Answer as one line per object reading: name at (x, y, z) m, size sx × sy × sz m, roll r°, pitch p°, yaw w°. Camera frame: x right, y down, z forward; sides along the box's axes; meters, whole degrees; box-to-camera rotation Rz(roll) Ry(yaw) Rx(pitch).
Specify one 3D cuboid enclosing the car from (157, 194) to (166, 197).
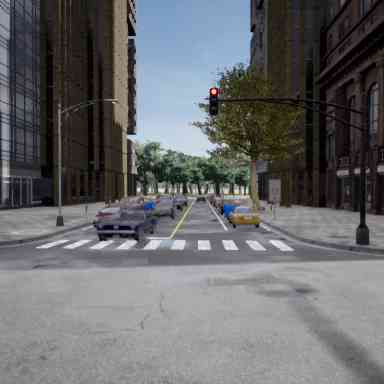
car at (-4.739, 1.267, 38.976) m, size 2.192 × 1.841 × 5.009 m, roll -1°, pitch 0°, yaw 1°

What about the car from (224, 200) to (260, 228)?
car at (3.356, 1.507, 21.903) m, size 1.752 × 1.417 × 4.829 m, roll -1°, pitch 0°, yaw 1°

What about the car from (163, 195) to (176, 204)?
car at (-4.160, 1.333, 61.687) m, size 1.967 × 1.590 × 4.097 m, roll 0°, pitch 0°, yaw 1°

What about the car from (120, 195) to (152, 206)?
car at (-5.029, 1.288, 27.620) m, size 2.192 × 1.841 × 5.009 m, roll -1°, pitch 0°, yaw 1°

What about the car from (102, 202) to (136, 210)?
car at (-5.170, 1.564, 21.942) m, size 1.802 × 1.307 × 4.206 m, roll -1°, pitch 0°, yaw 1°

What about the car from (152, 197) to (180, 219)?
car at (-2.327, 1.476, 28.594) m, size 1.837 × 1.490 × 4.892 m, roll 0°, pitch 0°, yaw 1°

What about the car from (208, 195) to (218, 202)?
car at (4.653, 1.411, 72.830) m, size 2.008 × 1.369 × 4.403 m, roll 0°, pitch 0°, yaw 1°

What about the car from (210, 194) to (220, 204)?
car at (4.075, 1.469, 50.122) m, size 1.887 × 1.381 × 4.507 m, roll -1°, pitch 0°, yaw 1°

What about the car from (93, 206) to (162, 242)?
car at (-3.001, 1.585, 16.330) m, size 1.895 × 1.301 × 4.718 m, roll 0°, pitch 0°, yaw 6°

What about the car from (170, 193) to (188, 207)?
car at (-1.722, 1.275, 50.591) m, size 2.097 × 1.767 × 4.553 m, roll 0°, pitch 0°, yaw 2°

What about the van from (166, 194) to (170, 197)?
van at (-4.305, 1.249, 56.010) m, size 1.690 × 1.788 × 3.998 m, roll 0°, pitch 0°, yaw 1°

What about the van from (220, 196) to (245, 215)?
van at (3.494, 1.315, 27.412) m, size 1.690 × 1.788 × 3.998 m, roll -1°, pitch 0°, yaw 1°

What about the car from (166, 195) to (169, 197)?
car at (-4.592, 1.489, 44.655) m, size 2.008 × 1.369 × 4.403 m, roll -1°, pitch 0°, yaw 1°

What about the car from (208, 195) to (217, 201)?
car at (4.798, 1.425, 78.508) m, size 1.802 × 1.307 × 4.206 m, roll 0°, pitch 0°, yaw 1°

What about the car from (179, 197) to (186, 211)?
car at (-2.035, 1.551, 39.757) m, size 1.895 × 1.301 × 4.718 m, roll 0°, pitch 0°, yaw 2°

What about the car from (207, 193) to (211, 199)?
car at (4.362, 1.208, 61.475) m, size 2.192 × 1.841 × 5.009 m, roll -1°, pitch 0°, yaw 1°

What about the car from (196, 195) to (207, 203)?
car at (1.820, 1.385, 65.877) m, size 1.837 × 1.490 × 4.892 m, roll 0°, pitch 0°, yaw 1°

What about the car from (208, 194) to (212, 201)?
car at (4.219, 1.459, 55.799) m, size 2.008 × 1.369 × 4.403 m, roll -1°, pitch 0°, yaw 1°

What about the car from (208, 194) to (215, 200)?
car at (4.946, 1.351, 84.355) m, size 1.752 × 1.417 × 4.829 m, roll 0°, pitch 0°, yaw 1°

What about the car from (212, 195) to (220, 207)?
car at (3.935, 1.463, 44.614) m, size 1.752 × 1.417 × 4.829 m, roll -1°, pitch 0°, yaw 1°

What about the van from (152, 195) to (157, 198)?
van at (-4.884, 1.305, 33.299) m, size 1.690 × 1.788 × 3.998 m, roll -1°, pitch 0°, yaw 1°

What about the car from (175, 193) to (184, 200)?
car at (-3.438, 1.123, 90.076) m, size 2.192 × 1.841 × 5.009 m, roll 0°, pitch 0°, yaw 1°

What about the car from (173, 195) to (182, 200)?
car at (-3.580, 1.371, 84.398) m, size 1.887 × 1.381 × 4.507 m, roll 0°, pitch 0°, yaw 1°

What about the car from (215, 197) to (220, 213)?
car at (3.641, 1.530, 33.089) m, size 1.947 × 1.339 × 4.313 m, roll -1°, pitch 0°, yaw 1°

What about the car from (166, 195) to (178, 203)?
car at (-4.014, 1.421, 67.365) m, size 1.887 × 1.381 × 4.507 m, roll 0°, pitch 0°, yaw 1°
